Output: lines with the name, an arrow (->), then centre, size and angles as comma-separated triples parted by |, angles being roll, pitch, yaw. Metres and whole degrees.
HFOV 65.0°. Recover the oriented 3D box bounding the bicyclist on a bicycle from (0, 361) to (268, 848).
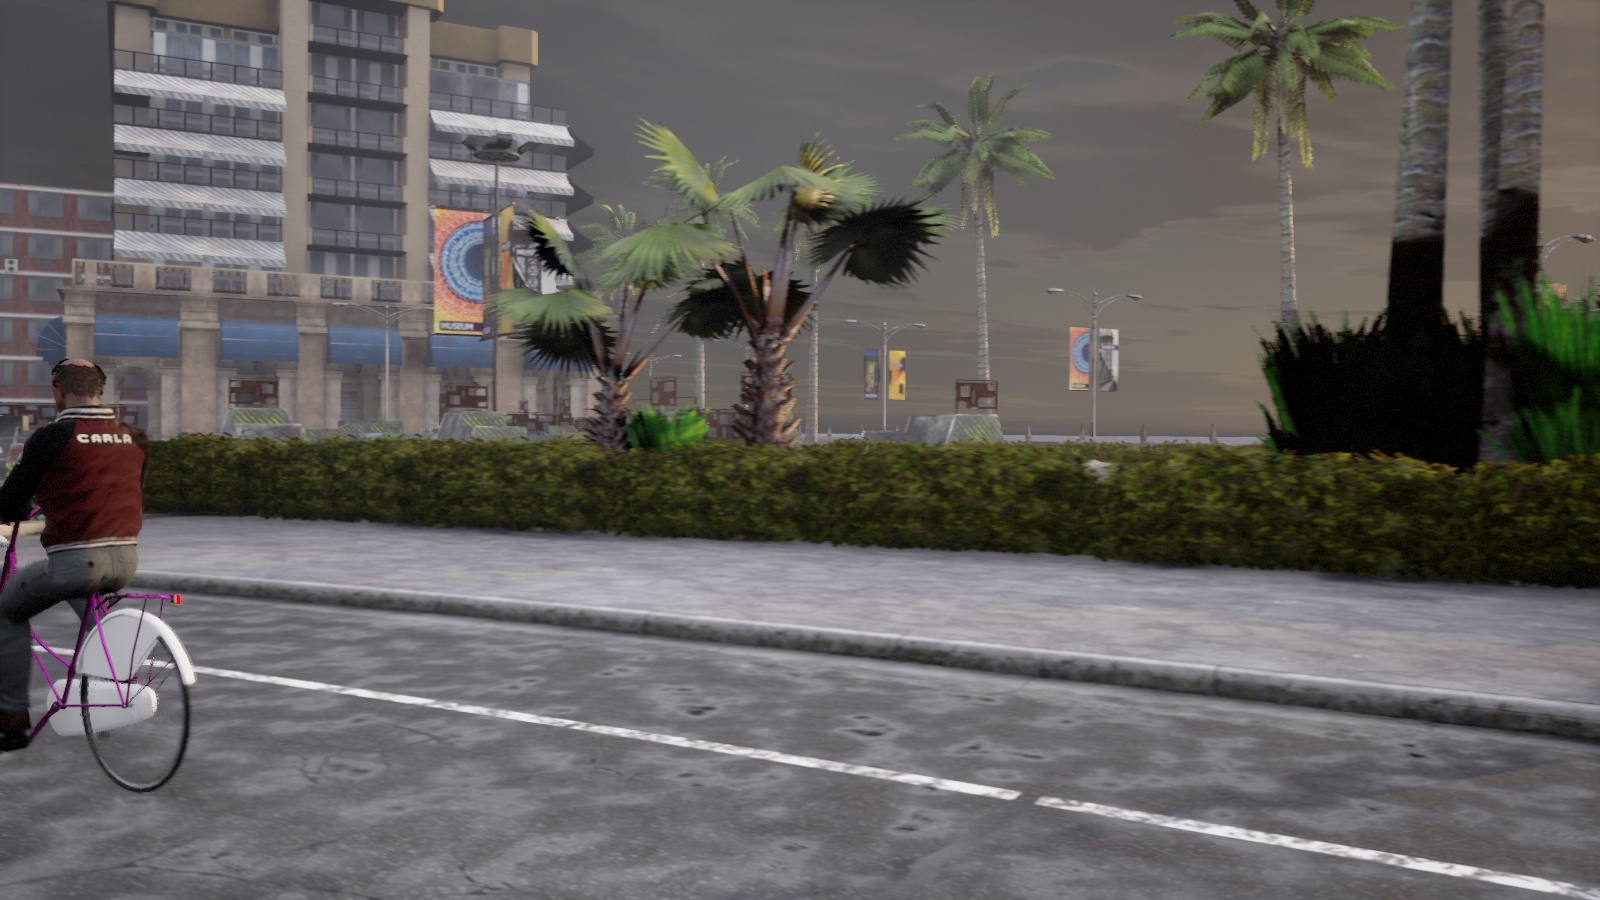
bicyclist on a bicycle -> -3.161, 0.557, 5.309 | 1.843, 1.776, 0.659 | 0, 1, 29
